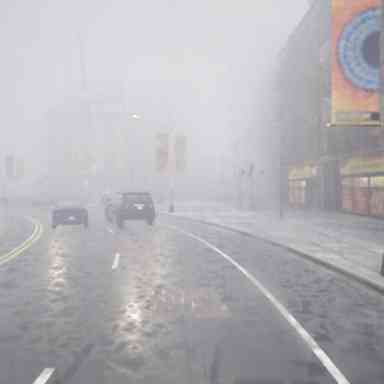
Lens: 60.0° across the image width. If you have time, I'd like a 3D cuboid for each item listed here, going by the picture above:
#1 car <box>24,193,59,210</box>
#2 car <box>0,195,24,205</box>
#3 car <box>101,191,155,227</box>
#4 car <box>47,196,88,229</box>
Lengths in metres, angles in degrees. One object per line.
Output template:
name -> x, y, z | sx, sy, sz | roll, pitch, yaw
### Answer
car -> -15.805, 0.901, 35.838 | 4.553, 1.767, 2.097 | 1, 1, 41
car -> -23.954, 1.030, 45.067 | 4.718, 1.301, 1.895 | 0, 1, 30
car -> -4.003, 0.957, 20.952 | 2.150, 2.045, 5.566 | 0, 1, -24
car -> -7.438, 1.226, 19.957 | 1.882, 1.535, 5.008 | 0, 1, -25
